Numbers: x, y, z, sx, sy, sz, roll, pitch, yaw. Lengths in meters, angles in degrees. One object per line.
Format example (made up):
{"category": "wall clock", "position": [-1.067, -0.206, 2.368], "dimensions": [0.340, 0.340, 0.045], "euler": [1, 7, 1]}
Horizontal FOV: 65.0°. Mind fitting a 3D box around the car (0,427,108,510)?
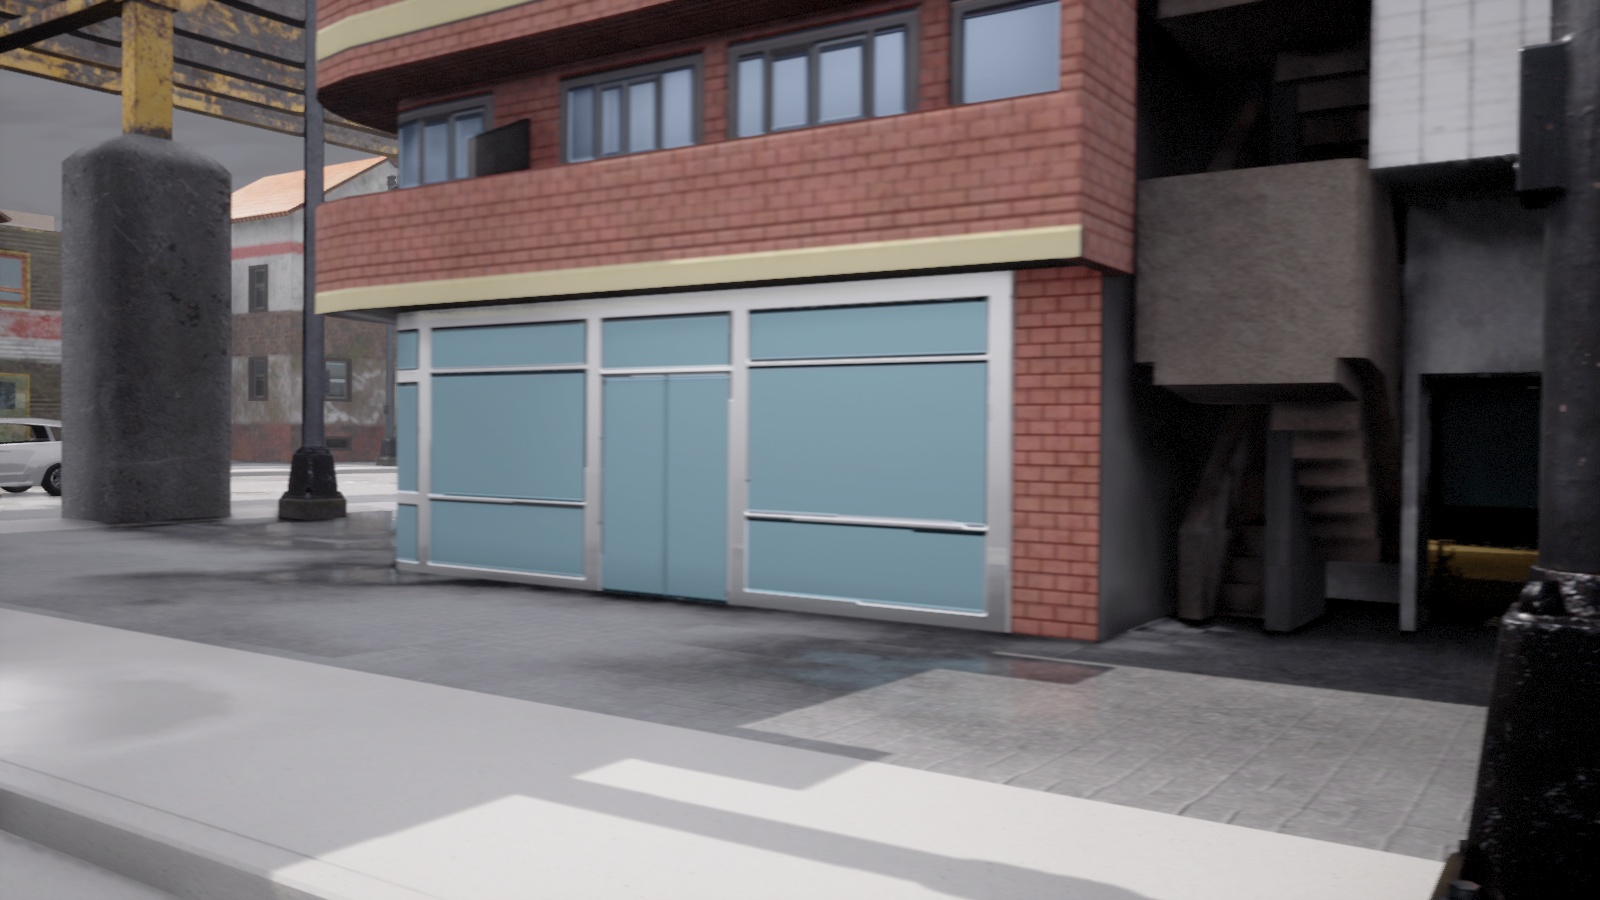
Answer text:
{"category": "car", "position": [-17.187, 0.379, 25.839], "dimensions": [2.242, 1.667, 4.611], "euler": [0, 1, 34]}
